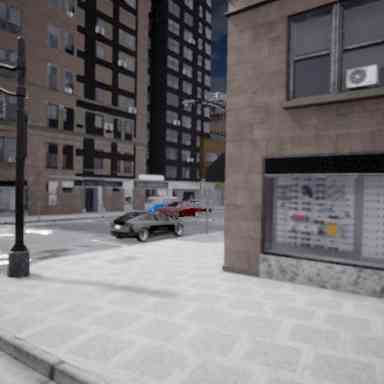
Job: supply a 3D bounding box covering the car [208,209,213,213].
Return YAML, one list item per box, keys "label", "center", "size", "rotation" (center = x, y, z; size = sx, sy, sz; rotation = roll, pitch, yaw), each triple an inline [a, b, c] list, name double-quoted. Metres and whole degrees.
- label: "car"
  center: [0.507, 1.490, 35.435]
  size: [1.967, 1.590, 4.097]
  rotation: [1, 0, 36]

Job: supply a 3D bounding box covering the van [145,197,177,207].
- label: "van"
  center: [-2.705, 1.347, 30.975]
  size: [1.690, 1.788, 3.998]
  rotation: [1, 0, 36]

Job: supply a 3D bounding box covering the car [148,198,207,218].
- label: "car"
  center: [-1.122, 1.534, 28.773]
  size: [1.882, 1.535, 5.008]
  rotation: [2, 1, 36]

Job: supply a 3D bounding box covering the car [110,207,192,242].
- label: "car"
  center: [-2.224, 1.674, 17.073]
  size: [1.947, 1.339, 4.313]
  rotation: [1, 0, 36]
